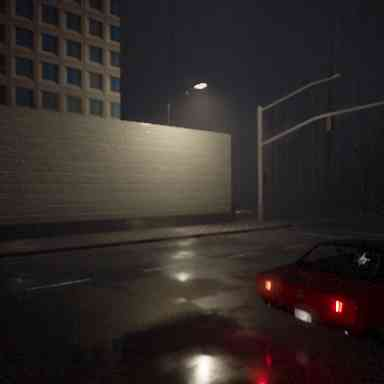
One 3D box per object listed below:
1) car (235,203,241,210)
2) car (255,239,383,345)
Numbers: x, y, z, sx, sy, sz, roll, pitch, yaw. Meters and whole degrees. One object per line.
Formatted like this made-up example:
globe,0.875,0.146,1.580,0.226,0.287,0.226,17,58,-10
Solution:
car,3.362,1.449,39.675,2.033,1.411,5.357,0,0,-35
car,3.497,1.563,6.285,4.718,1.301,1.895,0,0,-35
